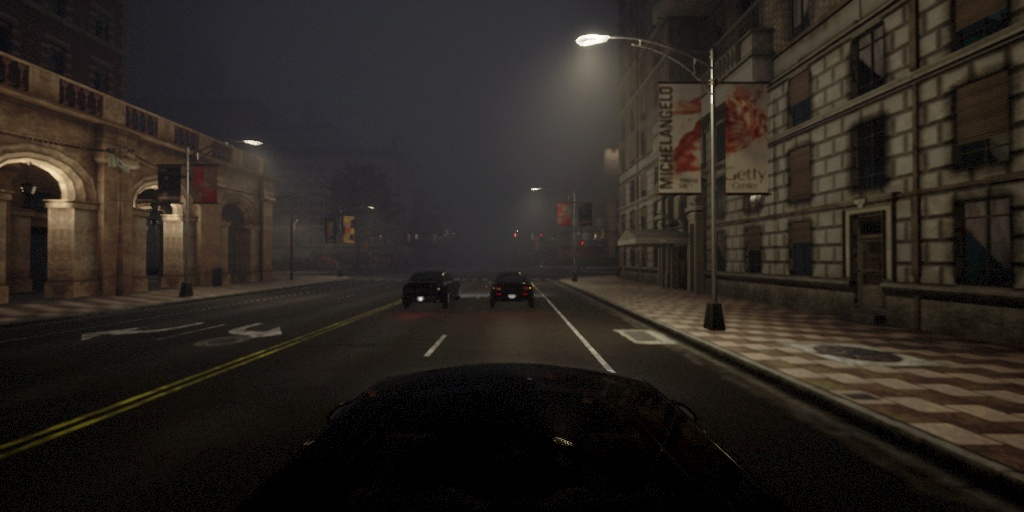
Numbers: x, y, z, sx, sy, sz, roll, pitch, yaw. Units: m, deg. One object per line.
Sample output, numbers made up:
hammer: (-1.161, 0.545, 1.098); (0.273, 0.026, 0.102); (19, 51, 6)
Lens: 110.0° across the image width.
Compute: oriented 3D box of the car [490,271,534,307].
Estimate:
car: (-0.001, 1.412, 16.248); (1.812, 1.442, 4.674); (0, 0, 0)

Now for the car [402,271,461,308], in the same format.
car: (-3.502, 1.393, 16.151); (1.837, 1.490, 4.892); (0, 0, 0)
